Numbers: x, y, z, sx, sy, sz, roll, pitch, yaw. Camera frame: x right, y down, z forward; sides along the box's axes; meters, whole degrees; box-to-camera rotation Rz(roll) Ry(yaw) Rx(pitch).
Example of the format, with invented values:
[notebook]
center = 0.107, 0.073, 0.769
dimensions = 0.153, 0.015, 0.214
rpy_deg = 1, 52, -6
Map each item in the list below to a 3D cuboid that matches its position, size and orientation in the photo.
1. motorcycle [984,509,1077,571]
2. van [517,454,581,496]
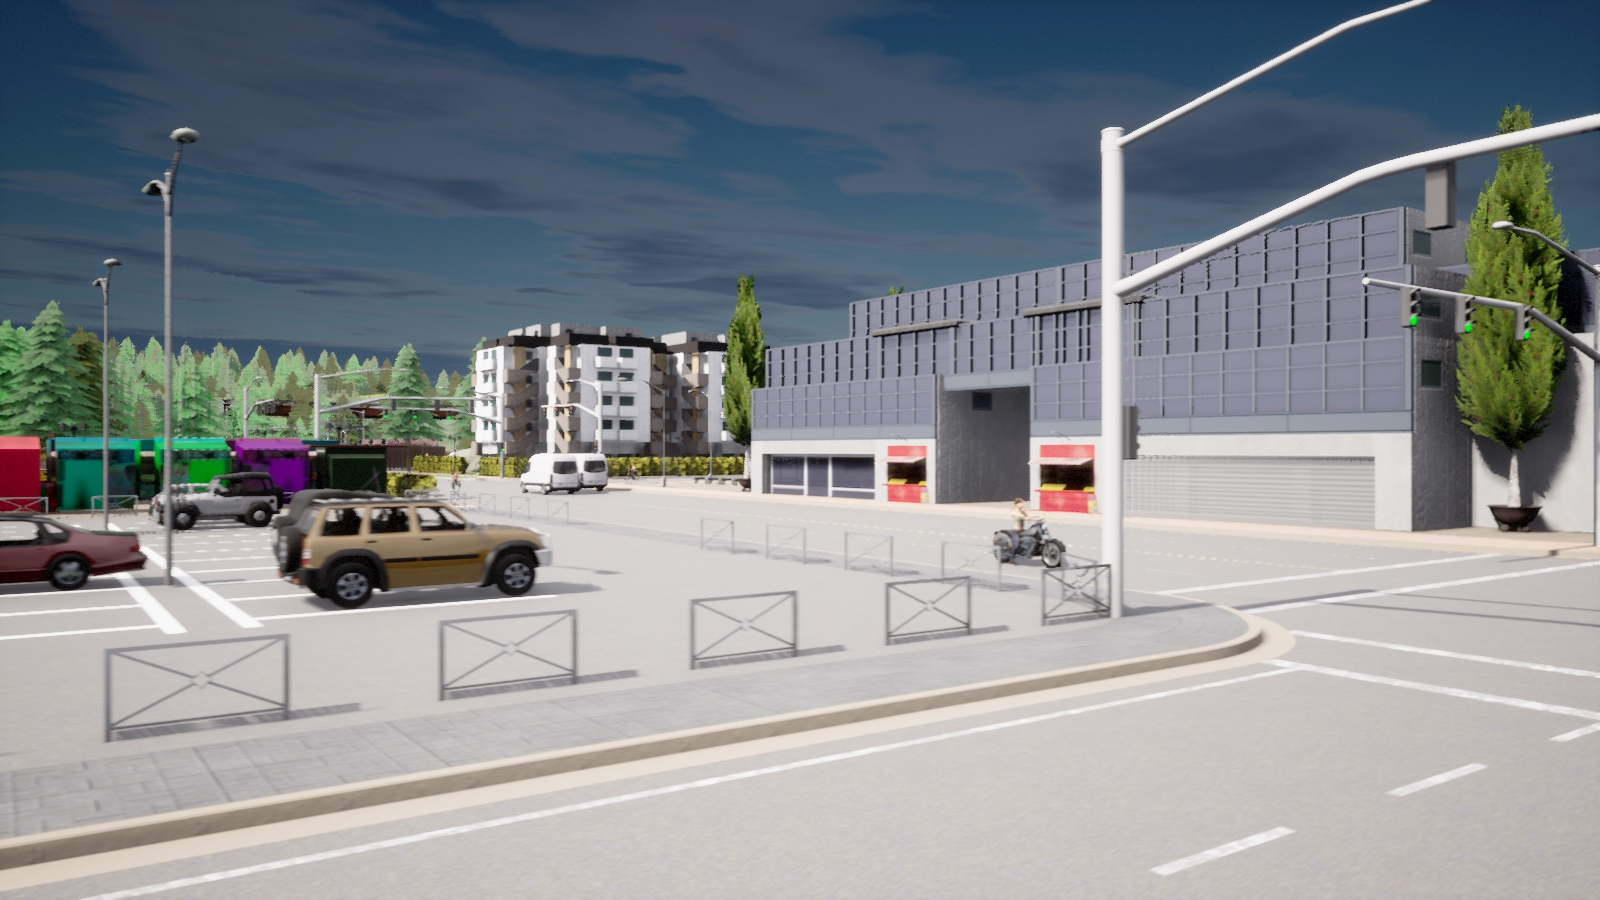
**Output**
[motorcycle]
center = 5.544, 2.156, 27.664
dimensions = 0.764, 1.307, 2.356
rpy_deg = 0, 0, -34
[van]
center = -16.144, 1.536, 73.246
dimensions = 1.988, 2.561, 5.915
rpy_deg = 0, 0, -33
